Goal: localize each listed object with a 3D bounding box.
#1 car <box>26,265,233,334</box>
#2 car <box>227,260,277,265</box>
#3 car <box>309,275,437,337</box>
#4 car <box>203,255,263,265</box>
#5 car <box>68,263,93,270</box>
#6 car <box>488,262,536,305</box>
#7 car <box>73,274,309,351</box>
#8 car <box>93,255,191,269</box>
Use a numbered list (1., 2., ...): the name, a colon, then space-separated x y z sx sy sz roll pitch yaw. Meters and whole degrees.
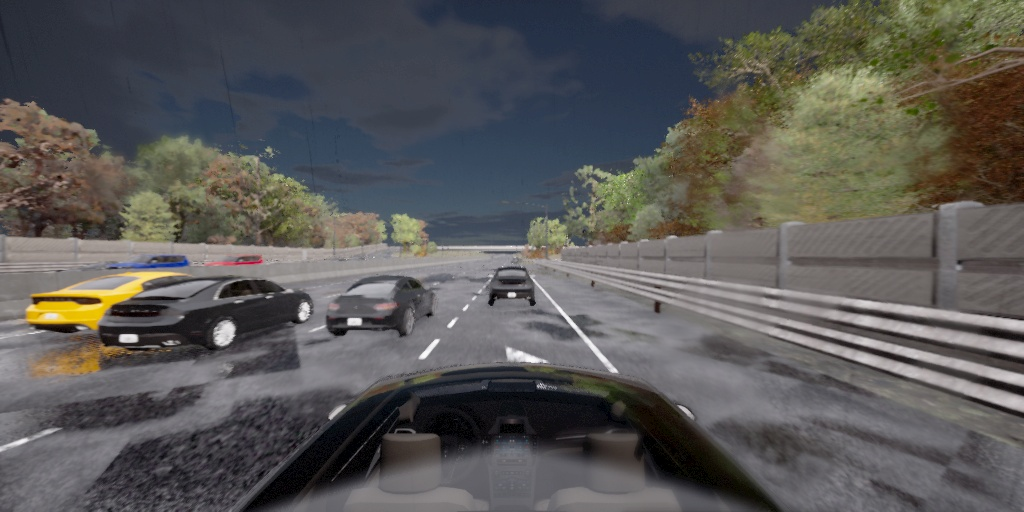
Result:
1. car: -10.398 1.198 10.569 1.882 1.535 5.008 0 0 0
2. car: -21.084 1.272 30.308 1.895 1.301 4.718 0 0 0
3. car: -3.400 1.248 10.048 1.812 1.442 4.674 0 0 0
4. car: -24.576 0.892 31.905 2.150 2.045 5.566 0 0 0
5. car: -31.578 1.183 27.958 1.837 1.490 4.892 0 0 0
6. car: -0.001 1.210 15.848 1.837 1.490 4.892 0 0 0
7. car: -6.899 1.230 8.874 1.837 1.490 4.892 0 0 0
8. car: -28.079 0.900 27.886 2.150 2.045 5.566 0 0 0
